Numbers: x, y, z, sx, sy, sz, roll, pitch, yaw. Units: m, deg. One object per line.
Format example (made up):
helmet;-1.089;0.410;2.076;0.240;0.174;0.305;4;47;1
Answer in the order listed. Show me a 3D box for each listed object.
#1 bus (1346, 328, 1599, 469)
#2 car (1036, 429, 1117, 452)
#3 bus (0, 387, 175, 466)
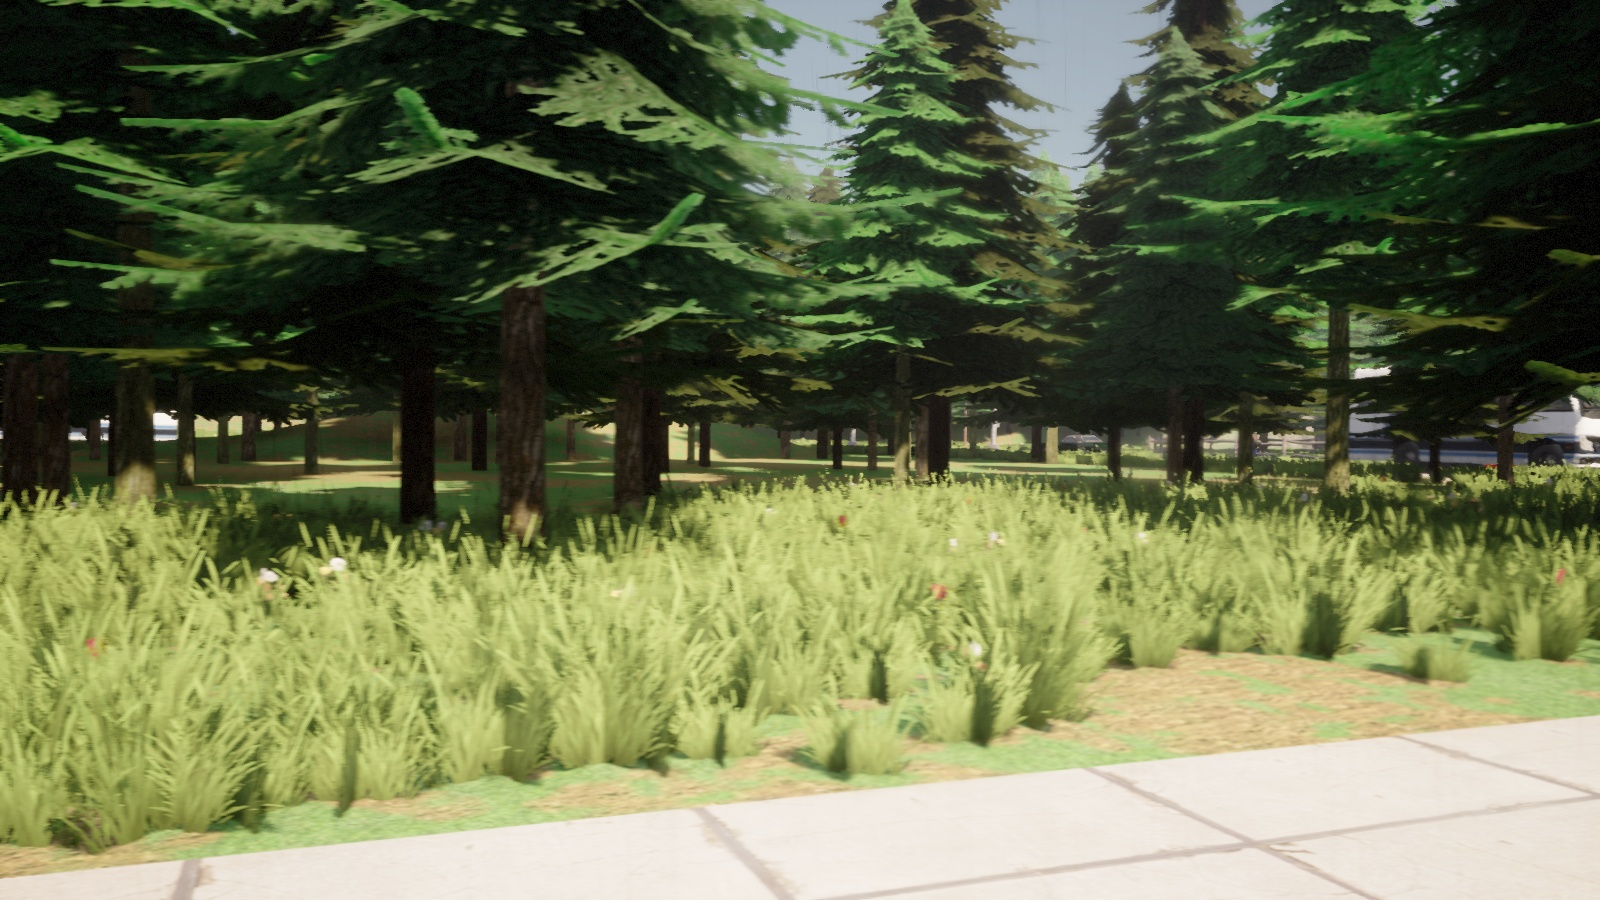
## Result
bus;24.293;-1.641;43.418;3.944;4.253;10.273;-1;1;-20
car;16.189;-0.574;73.635;1.895;1.301;4.718;-1;1;-31
bus;-41.865;-1.233;71.712;3.944;4.253;10.273;-1;-1;40
